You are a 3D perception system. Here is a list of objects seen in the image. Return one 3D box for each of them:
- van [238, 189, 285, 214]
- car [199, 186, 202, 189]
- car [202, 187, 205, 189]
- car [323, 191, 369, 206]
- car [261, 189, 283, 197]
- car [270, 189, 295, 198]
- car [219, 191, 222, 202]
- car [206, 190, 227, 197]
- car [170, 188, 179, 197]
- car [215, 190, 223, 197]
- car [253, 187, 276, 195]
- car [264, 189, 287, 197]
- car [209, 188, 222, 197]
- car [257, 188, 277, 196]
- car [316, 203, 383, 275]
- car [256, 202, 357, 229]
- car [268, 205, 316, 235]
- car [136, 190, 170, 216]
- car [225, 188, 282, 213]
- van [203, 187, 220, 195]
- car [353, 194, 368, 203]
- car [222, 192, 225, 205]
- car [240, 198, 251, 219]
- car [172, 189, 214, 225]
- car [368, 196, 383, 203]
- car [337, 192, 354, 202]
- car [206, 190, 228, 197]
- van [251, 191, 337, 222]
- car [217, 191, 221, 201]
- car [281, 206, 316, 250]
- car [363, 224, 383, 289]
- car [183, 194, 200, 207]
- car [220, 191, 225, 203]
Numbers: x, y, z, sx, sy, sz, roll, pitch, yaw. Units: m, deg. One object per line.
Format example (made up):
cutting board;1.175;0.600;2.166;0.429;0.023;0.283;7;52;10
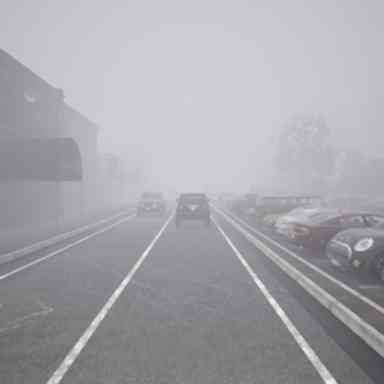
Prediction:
van;6.132;1.003;25.965;4.442;1.987;1.878;0;1;0
car;5.484;-0.254;88.406;5.566;2.045;2.435;0;1;0
car;5.538;0.129;82.847;4.892;1.521;2.231;0;1;0
car;18.518;0.796;40.167;4.553;1.767;2.185;0;1;0
car;18.688;0.128;77.481;4.553;1.767;2.185;0;1;0
car;18.675;0.326;69.003;4.553;1.767;2.185;0;1;0
car;5.973;0.965;40.095;4.674;1.452;2.002;0;1;0
car;5.580;0.299;77.283;4.674;1.452;2.002;0;1;0
car;-3.678;0.089;70.292;2.150;2.045;5.566;0;1;-1
car;5.982;0.832;45.746;4.792;1.488;2.163;0;1;0
car;18.636;-0.194;85.831;5.566;2.045;2.435;0;1;0
car;18.704;0.193;74.697;4.553;1.767;2.185;0;1;0
car;5.641;0.491;69.077;4.674;1.452;2.002;1;1;0
car;18.593;0.000;82.925;4.553;1.767;2.185;0;1;0
car;6.101;1.297;8.995;4.553;1.767;2.185;0;0;0
car;6.045;1.424;17.481;4.674;1.452;2.002;0;0;0
car;6.049;1.440;14.647;4.674;1.452;2.002;0;0;0
car;-3.426;0.929;28.844;2.150;2.045;5.566;0;1;0
car;5.978;0.917;28.789;5.566;2.045;2.435;0;1;0
van;5.379;-0.294;91.188;4.442;1.987;1.878;0;1;0
car;18.582;1.106;31.700;4.892;1.521;2.231;0;1;0
car;5.984;1.046;34.444;5.008;1.535;2.097;0;1;0
car;6.027;1.330;23.145;4.674;1.452;2.002;0;1;0
car;0.057;1.031;22.181;2.150;2.045;5.566;0;1;0
car;18.553;1.192;29.003;4.792;1.488;2.163;0;1;0
car;18.553;0.980;37.471;5.008;1.535;2.097;0;1;0
car;5.623;0.353;74.501;4.792;1.488;2.163;0;1;0
van;6.150;1.119;20.435;4.442;1.987;1.878;0;1;0
car;5.964;0.904;42.920;4.674;1.452;2.002;0;1;0
car;6.055;1.411;11.821;5.008;1.535;2.097;0;0;0
car;6.081;1.473;6.170;4.674;1.452;2.002;0;0;0
car;-0.064;1.049;41.479;1.994;1.385;4.181;0;1;-1
car;6.165;0.983;37.270;5.366;1.575;1.946;0;1;0
